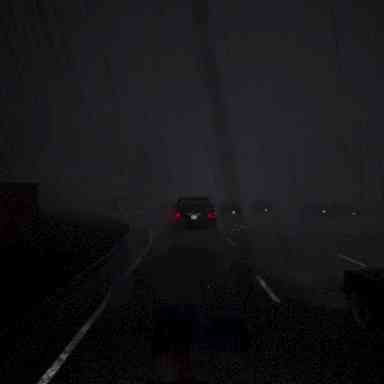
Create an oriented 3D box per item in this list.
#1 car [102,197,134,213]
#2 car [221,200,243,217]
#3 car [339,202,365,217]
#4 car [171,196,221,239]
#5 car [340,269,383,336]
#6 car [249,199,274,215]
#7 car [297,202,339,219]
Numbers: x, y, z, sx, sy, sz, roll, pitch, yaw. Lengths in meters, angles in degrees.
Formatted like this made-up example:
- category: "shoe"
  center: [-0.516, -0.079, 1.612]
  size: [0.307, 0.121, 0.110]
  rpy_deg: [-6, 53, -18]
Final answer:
- category: "car"
  center: [-8.309, 1.330, 36.937]
  size: [2.097, 1.767, 4.553]
  rpy_deg: [0, 0, -38]
- category: "car"
  center: [3.587, 1.487, 31.020]
  size: [1.837, 1.490, 4.892]
  rpy_deg: [0, 0, 0]
- category: "car"
  center: [14.087, 1.584, 31.158]
  size: [1.895, 1.301, 4.718]
  rpy_deg: [0, 0, 0]
- category: "car"
  center: [0.092, 1.213, 17.506]
  size: [2.150, 2.045, 5.566]
  rpy_deg: [0, 0, 0]
- category: "car"
  center: [3.598, 1.599, 3.886]
  size: [1.895, 1.301, 4.718]
  rpy_deg: [0, 0, 0]
- category: "car"
  center: [7.088, 1.485, 34.286]
  size: [1.837, 1.490, 4.892]
  rpy_deg: [0, 0, 0]
- category: "car"
  center: [10.587, 1.548, 28.669]
  size: [1.994, 1.385, 4.181]
  rpy_deg: [0, 0, 0]
